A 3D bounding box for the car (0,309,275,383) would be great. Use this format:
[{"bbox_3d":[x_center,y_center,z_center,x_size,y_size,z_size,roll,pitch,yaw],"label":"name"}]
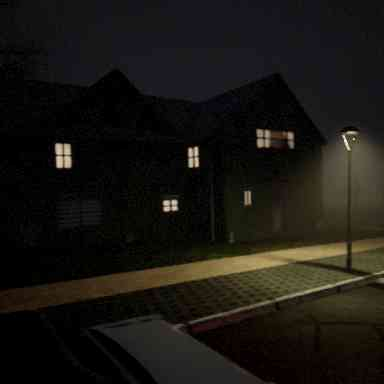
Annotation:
[{"bbox_3d":[-1.749,1.593,1.778,4.718,1.301,1.895,0,0,-35],"label":"car"}]
